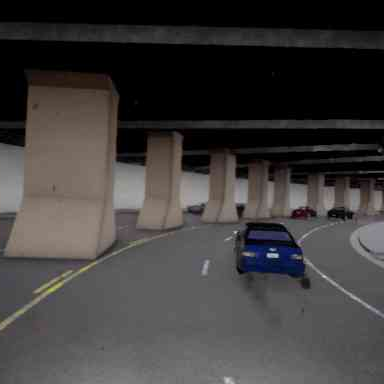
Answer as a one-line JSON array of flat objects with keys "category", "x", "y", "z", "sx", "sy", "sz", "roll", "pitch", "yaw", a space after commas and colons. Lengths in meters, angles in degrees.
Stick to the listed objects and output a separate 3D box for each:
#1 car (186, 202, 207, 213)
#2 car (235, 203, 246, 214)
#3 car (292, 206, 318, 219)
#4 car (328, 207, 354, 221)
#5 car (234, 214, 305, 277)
[{"category": "car", "x": 1.323, "y": 1.948, "z": 41.615, "sx": 1.895, "sy": 1.301, "sz": 4.718, "roll": 2, "pitch": -1, "yaw": 35}, {"category": "car", "x": 6.042, "y": 2.103, "z": 42.177, "sx": 2.033, "sy": 1.411, "sz": 5.357, "roll": 2, "pitch": -1, "yaw": 38}, {"category": "car", "x": 13.604, "y": 2.430, "z": 39.981, "sx": 1.994, "sy": 1.385, "sz": 4.181, "roll": 2, "pitch": 0, "yaw": 39}, {"category": "car", "x": 17.767, "y": 2.520, "z": 39.552, "sx": 1.882, "sy": 1.535, "sz": 5.008, "roll": 2, "pitch": 0, "yaw": 41}, {"category": "car", "x": 2.407, "y": 1.729, "z": 11.116, "sx": 2.033, "sy": 1.411, "sz": 5.357, "roll": 2, "pitch": 0, "yaw": 7}]
